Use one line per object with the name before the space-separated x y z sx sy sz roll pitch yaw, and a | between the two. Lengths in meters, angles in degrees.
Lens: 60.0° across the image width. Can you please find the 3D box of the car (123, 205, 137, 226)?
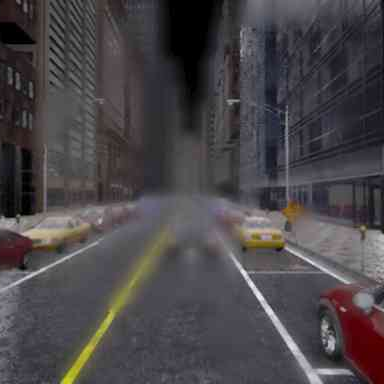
car | -5.765 1.800 25.692 1.887 1.381 4.507 0 -1 0

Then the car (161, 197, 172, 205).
car | -5.773 2.071 76.109 2.192 1.841 5.009 0 -1 0

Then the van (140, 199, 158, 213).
van | -5.767 1.763 42.500 1.690 1.788 3.998 0 -1 0

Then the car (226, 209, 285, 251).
car | 2.762 1.672 14.669 1.752 1.417 4.829 0 -1 0

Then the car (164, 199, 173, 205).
car | -5.775 2.395 81.707 1.802 1.307 4.206 0 -1 0

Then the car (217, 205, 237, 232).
car | 2.761 1.745 20.101 1.887 1.381 4.507 0 -1 0

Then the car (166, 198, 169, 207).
car | -5.771 2.155 59.302 1.947 1.339 4.313 0 -1 0

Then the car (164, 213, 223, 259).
car | 0.016 1.734 13.268 1.895 1.301 4.718 0 -1 0

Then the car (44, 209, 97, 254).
car | -5.763 1.668 14.320 1.752 1.417 4.829 0 -1 0

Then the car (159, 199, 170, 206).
car | -5.773 2.266 70.504 1.947 1.339 4.313 0 -1 0

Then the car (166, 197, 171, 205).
car | -5.771 2.085 64.904 1.967 1.590 4.097 0 -1 0

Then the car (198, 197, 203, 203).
car | 2.754 2.189 64.916 1.887 1.381 4.507 0 -1 0

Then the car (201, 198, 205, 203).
car | 2.757 1.917 48.112 1.967 1.590 4.097 0 -1 0

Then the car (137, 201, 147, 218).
car | -5.766 1.856 31.295 1.887 1.381 4.507 0 -1 0

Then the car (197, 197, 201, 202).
car | 2.750 2.378 81.722 1.947 1.339 4.313 0 -1 0

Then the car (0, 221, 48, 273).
car | -5.762 1.671 8.888 1.802 1.307 4.206 0 -1 0

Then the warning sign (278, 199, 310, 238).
warning sign | 5.061 1.280 16.584 1.300 1.860 1.060 0 -1 0

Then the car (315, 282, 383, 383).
car | 2.765 1.474 3.296 1.967 1.590 4.097 0 -1 0

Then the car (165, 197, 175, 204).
car | -5.775 2.185 87.312 2.192 1.841 5.009 0 -1 0

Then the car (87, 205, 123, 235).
car | -5.763 1.640 20.092 1.967 1.590 4.097 0 -1 0

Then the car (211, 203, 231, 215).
car | 2.760 1.800 25.703 1.887 1.381 4.507 0 -1 0

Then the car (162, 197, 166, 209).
car | -5.769 1.973 53.702 1.967 1.590 4.097 0 -1 0

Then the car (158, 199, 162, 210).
car | -5.769 2.060 48.098 1.802 1.307 4.206 0 -1 0

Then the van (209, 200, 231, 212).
van | 2.760 1.652 31.307 1.690 1.788 3.998 0 -1 0

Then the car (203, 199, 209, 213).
car | 2.757 1.966 42.509 1.887 1.381 4.507 0 -1 0

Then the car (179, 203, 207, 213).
car | 0.013 1.882 28.264 1.895 1.301 4.718 0 -1 0

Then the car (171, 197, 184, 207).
car | -3.031 2.152 65.319 1.837 1.490 4.892 0 -1 0
